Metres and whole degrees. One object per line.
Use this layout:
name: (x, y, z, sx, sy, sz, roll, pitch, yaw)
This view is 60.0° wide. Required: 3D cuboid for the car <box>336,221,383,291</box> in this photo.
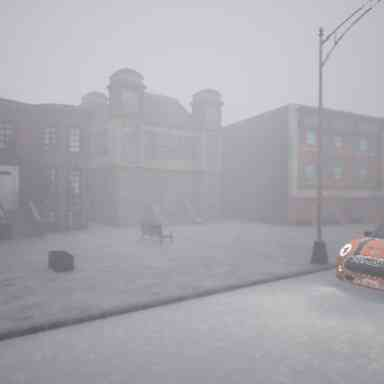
car: (5.808, 1.448, 8.685, 4.553, 1.767, 2.097, 1, 0, -35)
